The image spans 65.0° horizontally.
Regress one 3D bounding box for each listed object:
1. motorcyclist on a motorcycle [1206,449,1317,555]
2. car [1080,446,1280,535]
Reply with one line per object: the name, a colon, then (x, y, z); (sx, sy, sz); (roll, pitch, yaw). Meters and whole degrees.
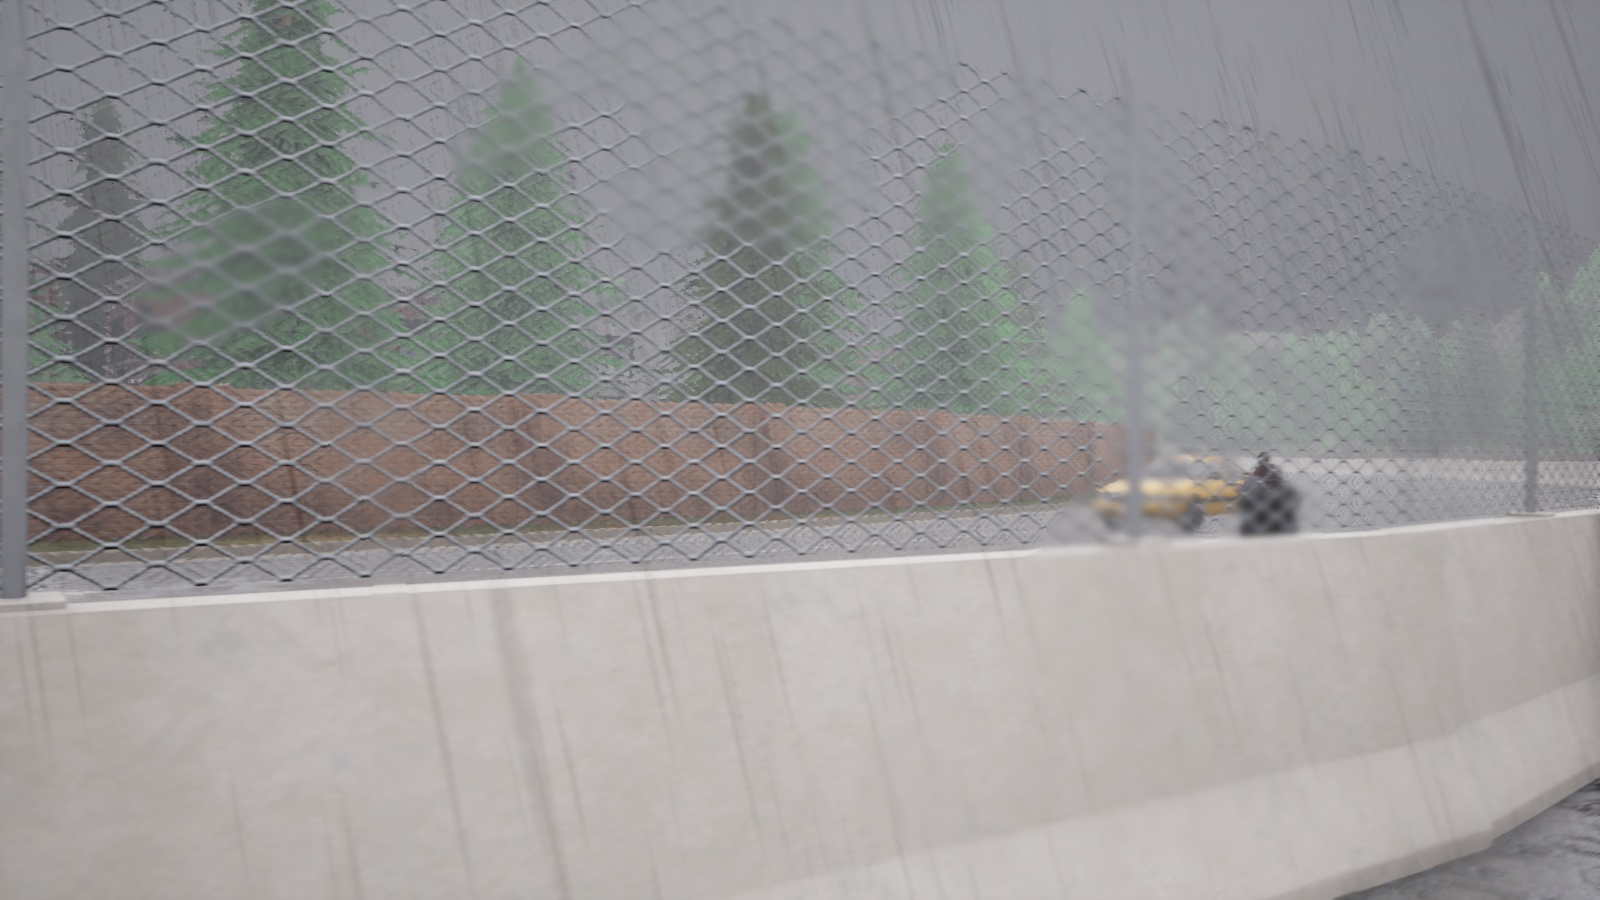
motorcyclist on a motorcycle: (7.043, 0.760, 19.103); (0.797, 1.523, 2.044); (-2, -1, 44)
car: (7.697, 0.732, 25.065); (1.801, 1.575, 5.366); (0, 0, 41)
